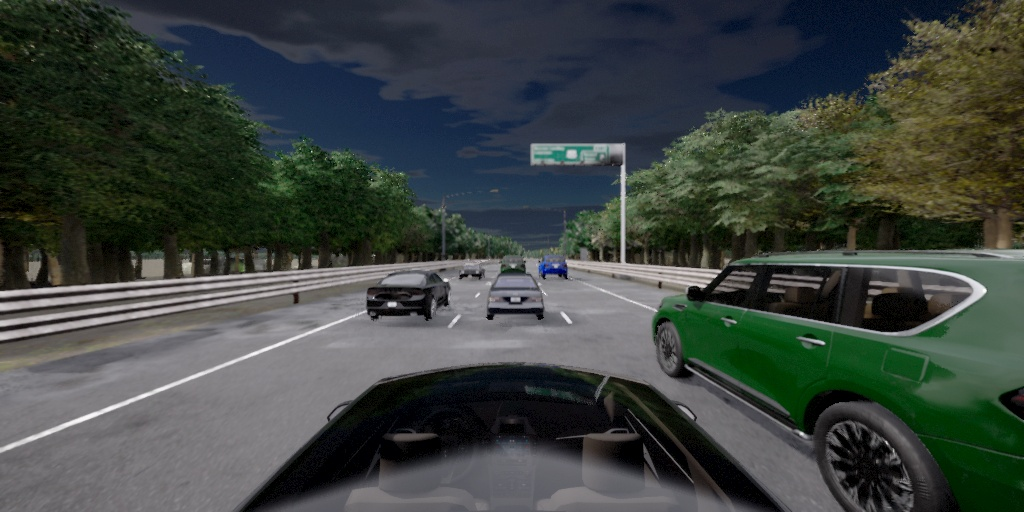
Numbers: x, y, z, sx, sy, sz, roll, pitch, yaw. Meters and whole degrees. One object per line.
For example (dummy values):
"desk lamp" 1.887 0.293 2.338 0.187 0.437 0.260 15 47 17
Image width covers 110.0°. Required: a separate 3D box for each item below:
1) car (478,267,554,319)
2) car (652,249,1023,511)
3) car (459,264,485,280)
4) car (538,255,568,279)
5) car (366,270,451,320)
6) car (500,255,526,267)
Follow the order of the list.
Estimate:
"car" 0.101 1.290 12.780 2.033 1.411 5.357 0 0 0
"car" 3.599 0.969 4.125 2.150 2.045 5.566 0 0 0
"car" -3.402 1.346 31.347 1.895 1.301 4.718 0 0 0
"car" 3.598 0.968 32.019 2.150 2.045 5.566 0 0 0
"car" -3.401 1.220 12.644 1.882 1.535 5.008 0 0 0
"car" 0.098 0.968 31.924 2.150 2.045 5.566 0 0 0
